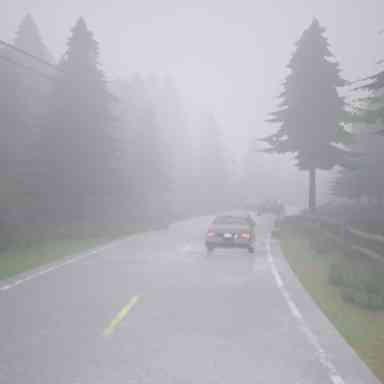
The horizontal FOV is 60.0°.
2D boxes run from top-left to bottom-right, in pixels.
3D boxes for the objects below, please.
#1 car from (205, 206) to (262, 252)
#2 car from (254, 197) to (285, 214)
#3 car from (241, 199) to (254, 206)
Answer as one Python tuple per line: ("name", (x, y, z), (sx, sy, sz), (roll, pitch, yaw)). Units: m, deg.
("car", (1.781, 1.562, 14.054), (2.033, 1.411, 5.357), (0, 0, 12))
("car", (7.879, 1.404, 32.748), (2.097, 1.767, 4.553), (0, 0, 23))
("car", (7.308, 1.530, 39.551), (1.882, 1.535, 5.008), (0, 0, 28))
